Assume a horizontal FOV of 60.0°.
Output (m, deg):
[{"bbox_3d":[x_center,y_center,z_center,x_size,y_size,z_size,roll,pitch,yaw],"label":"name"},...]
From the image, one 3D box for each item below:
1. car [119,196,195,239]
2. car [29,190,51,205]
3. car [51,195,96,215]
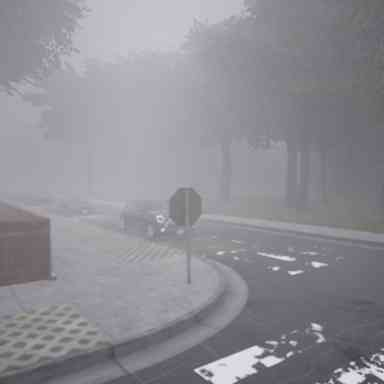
[{"bbox_3d":[-1.798,1.103,16.263,2.097,1.767,4.553,-2,2,-36],"label":"car"},{"bbox_3d":[-17.254,0.573,37.919,1.882,1.535,5.008,-2,3,-35],"label":"car"},{"bbox_3d":[-9.572,1.016,27.143,2.033,1.411,5.357,-2,2,-36],"label":"car"}]
